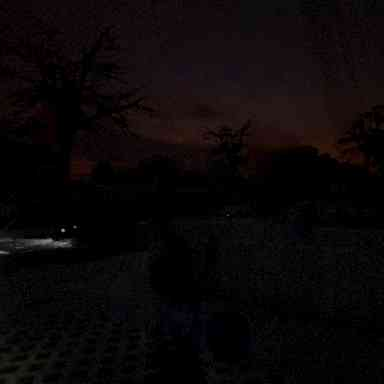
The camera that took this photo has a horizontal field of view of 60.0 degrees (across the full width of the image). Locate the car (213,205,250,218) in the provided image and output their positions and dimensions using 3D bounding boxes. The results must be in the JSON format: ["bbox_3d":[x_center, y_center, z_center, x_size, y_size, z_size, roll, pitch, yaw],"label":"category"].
[{"bbox_3d":[3.691,1.933,29.520,1.812,1.442,4.674,1,0,37],"label":"car"}]

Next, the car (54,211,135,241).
[{"bbox_3d":[-5.030,1.695,17.604,1.994,1.385,4.181,1,0,36],"label":"car"}]

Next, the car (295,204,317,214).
[{"bbox_3d":[15.672,2.368,45.689,1.837,1.490,4.892,1,-1,36],"label":"car"}]
